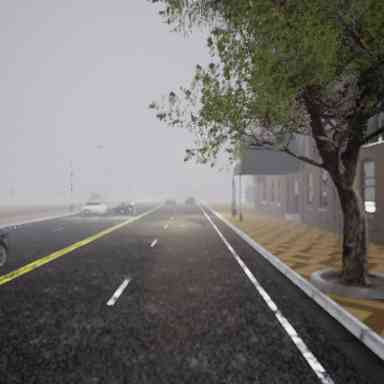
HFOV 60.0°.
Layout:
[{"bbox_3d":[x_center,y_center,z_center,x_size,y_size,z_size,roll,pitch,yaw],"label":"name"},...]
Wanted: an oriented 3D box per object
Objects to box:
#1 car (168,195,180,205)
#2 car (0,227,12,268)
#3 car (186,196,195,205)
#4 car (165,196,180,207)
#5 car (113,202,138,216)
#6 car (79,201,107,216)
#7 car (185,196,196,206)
[{"bbox_3d":[-3.594,1.540,66.489,2.097,1.767,4.553,0,0,0],"label":"car"},{"bbox_3d":[-6.627,1.526,8.544,2.128,1.511,4.902,0,0,0],"label":"car"},{"bbox_3d":[-0.343,1.671,66.536,1.837,1.490,4.892,0,0,0],"label":"car"},{"bbox_3d":[-3.539,1.637,56.100,2.128,1.511,4.902,0,0,0],"label":"car"},{"bbox_3d":[-6.673,1.668,33.804,1.994,1.385,4.181,0,0,0],"label":"car"},{"bbox_3d":[-9.923,1.636,33.803,1.812,1.442,4.674,0,0,0],"label":"car"},{"bbox_3d":[-0.289,1.645,56.117,1.837,1.490,4.892,0,0,0],"label":"car"}]
